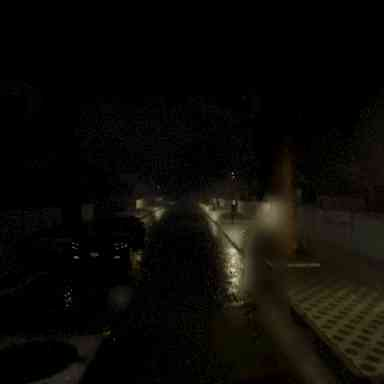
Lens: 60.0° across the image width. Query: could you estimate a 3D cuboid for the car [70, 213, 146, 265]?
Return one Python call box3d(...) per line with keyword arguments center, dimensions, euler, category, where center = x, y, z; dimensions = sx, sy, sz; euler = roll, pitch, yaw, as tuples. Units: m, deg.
box3d(center=(-2.872, 1.579, 12.280), dimensions=(1.882, 1.535, 5.008), euler=(0, 0, 0), category="car")
